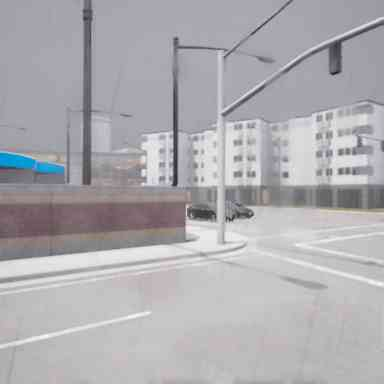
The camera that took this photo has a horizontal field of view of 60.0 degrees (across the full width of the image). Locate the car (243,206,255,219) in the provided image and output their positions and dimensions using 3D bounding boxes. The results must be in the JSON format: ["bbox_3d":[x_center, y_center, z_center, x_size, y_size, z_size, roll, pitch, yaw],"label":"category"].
[{"bbox_3d":[3.504,1.612,30.047,1.837,1.490,4.892,0,0,-36],"label":"car"}]

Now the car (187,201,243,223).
[{"bbox_3d":[1.512,1.594,26.822,1.837,1.490,4.892,0,0,-35],"label":"car"}]
